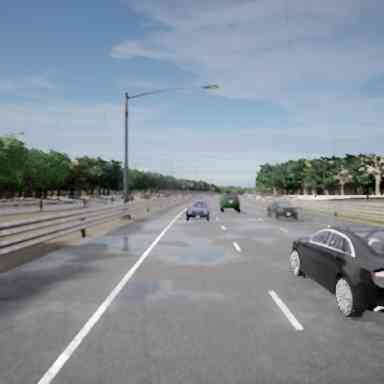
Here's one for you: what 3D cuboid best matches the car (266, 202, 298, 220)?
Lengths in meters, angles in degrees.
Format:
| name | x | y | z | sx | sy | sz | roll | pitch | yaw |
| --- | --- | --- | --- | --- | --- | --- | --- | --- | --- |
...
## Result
| name | x | y | z | sx | sy | sz | roll | pitch | yaw |
| --- | --- | --- | --- | --- | --- | --- | --- | --- | --- |
| car | 7.510 | 1.531 | 27.925 | 1.812 | 1.442 | 4.674 | 0 | 0 | 1 |

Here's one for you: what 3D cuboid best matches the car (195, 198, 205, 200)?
| name | x | y | z | sx | sy | sz | roll | pitch | yaw |
| --- | --- | --- | --- | --- | --- | --- | --- | --- | --- |
| car | 1.053 | 1.532 | 44.130 | 1.812 | 1.442 | 4.674 | 0 | 0 | 2 |

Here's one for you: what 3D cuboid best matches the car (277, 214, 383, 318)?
| name | x | y | z | sx | sy | sz | roll | pitch | yaw |
| --- | --- | --- | --- | --- | --- | --- | --- | --- | --- |
| car | 3.644 | 1.492 | 7.371 | 2.128 | 1.511 | 4.902 | 0 | 0 | 0 |

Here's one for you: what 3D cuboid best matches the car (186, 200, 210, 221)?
| name | x | y | z | sx | sy | sz | roll | pitch | yaw |
| --- | --- | --- | --- | --- | --- | --- | --- | --- | --- |
| car | 0.481 | 1.601 | 27.502 | 1.895 | 1.301 | 4.718 | 0 | 0 | 1 |

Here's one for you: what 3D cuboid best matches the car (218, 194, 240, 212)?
| name | x | y | z | sx | sy | sz | roll | pitch | yaw |
| --- | --- | --- | --- | --- | --- | --- | --- | --- | --- |
| car | 4.348 | 1.228 | 38.928 | 2.150 | 2.045 | 5.566 | 0 | 0 | 2 |
